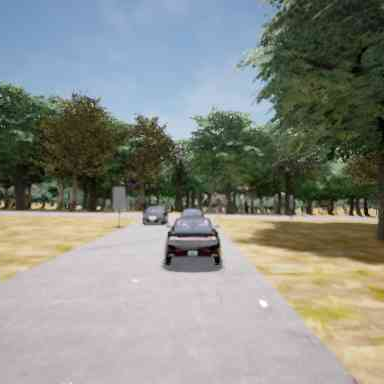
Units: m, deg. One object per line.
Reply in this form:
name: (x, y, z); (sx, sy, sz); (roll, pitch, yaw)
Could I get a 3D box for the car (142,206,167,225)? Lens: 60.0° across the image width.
car: (-3.055, 1.984, 28.255); (2.128, 1.511, 4.902); (0, -1, 0)

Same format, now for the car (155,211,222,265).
car: (0.041, 1.662, 12.399); (2.128, 1.511, 4.902); (0, -1, 0)

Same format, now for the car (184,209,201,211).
car: (0.018, 1.971, 25.293); (2.033, 1.411, 5.357); (0, -1, 0)
